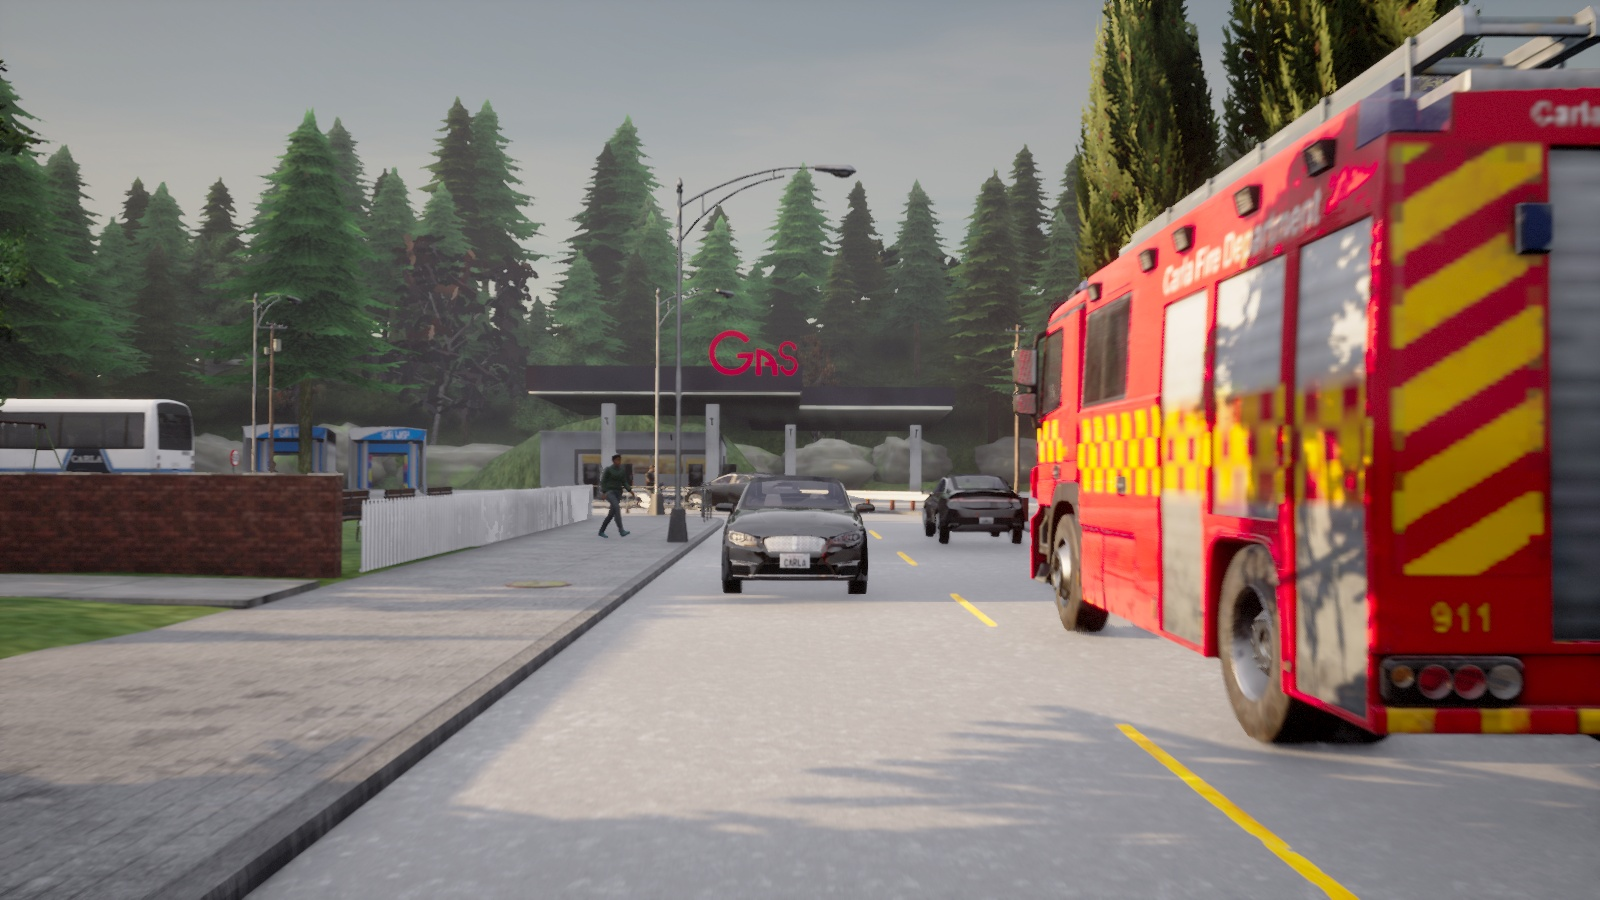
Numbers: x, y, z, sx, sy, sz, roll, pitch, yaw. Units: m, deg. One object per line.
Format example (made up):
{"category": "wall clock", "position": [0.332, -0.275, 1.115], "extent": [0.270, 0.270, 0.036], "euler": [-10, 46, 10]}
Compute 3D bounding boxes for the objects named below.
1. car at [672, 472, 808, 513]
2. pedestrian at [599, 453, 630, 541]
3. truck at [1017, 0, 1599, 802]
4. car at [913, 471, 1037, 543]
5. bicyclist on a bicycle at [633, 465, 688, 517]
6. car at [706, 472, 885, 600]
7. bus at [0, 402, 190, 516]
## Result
{"category": "car", "position": [-2.296, 1.579, 47.606], "extent": [4.902, 1.511, 2.128], "euler": [-1, -1, 36]}
{"category": "pedestrian", "position": [-3.943, 0.987, 26.656], "extent": [0.614, 1.847, 0.353], "euler": [-1, -1, 45]}
{"category": "truck", "position": [3.960, -0.196, 10.161], "extent": [2.891, 3.827, 8.468], "euler": [0, -1, 0]}
{"category": "car", "position": [3.906, 1.239, 28.881], "extent": [2.128, 1.511, 4.902], "euler": [0, -1, 0]}
{"category": "bicyclist on a bicycle", "position": [-4.916, 1.447, 44.240], "extent": [1.843, 1.776, 0.659], "euler": [-1, 0, 24]}
{"category": "car", "position": [-0.058, 1.063, 17.398], "extent": [2.128, 1.511, 4.902], "euler": [0, -1, 0]}
{"category": "bus", "position": [-30.039, 0.383, 49.282], "extent": [10.273, 4.253, 3.944], "euler": [0, -1, 0]}
